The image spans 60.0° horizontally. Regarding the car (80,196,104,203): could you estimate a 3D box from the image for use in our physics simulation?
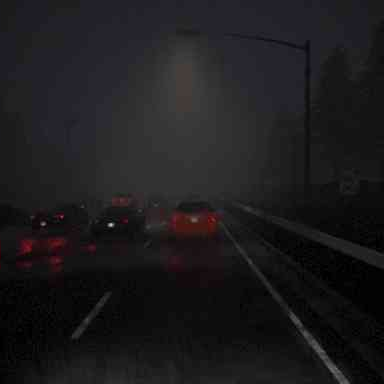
[{"bbox_3d":[-10.455,1.099,33.909,1.895,1.301,4.718,0,1,0],"label":"car"}]

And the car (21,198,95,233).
[{"bbox_3d":[-6.909,1.262,17.745,1.812,1.442,4.674,0,1,0],"label":"car"}]

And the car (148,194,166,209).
[{"bbox_3d":[-3.447,0.993,34.743,1.837,1.490,4.892,0,1,0],"label":"car"}]

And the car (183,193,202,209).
[{"bbox_3d":[0.060,0.945,36.073,1.882,1.535,5.008,0,1,0],"label":"car"}]

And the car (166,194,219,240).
[{"bbox_3d":[0.093,1.121,15.586,2.097,1.767,4.553,0,1,0],"label":"car"}]

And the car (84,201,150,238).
[{"bbox_3d":[-3.406,1.326,15.989,1.994,1.385,4.181,0,1,0],"label":"car"}]

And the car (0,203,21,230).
[{"bbox_3d":[-10.408,1.265,17.545,1.812,1.442,4.674,0,0,0],"label":"car"}]

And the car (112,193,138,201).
[{"bbox_3d":[-6.948,0.834,34.917,2.097,1.767,4.553,0,1,0],"label":"car"}]
